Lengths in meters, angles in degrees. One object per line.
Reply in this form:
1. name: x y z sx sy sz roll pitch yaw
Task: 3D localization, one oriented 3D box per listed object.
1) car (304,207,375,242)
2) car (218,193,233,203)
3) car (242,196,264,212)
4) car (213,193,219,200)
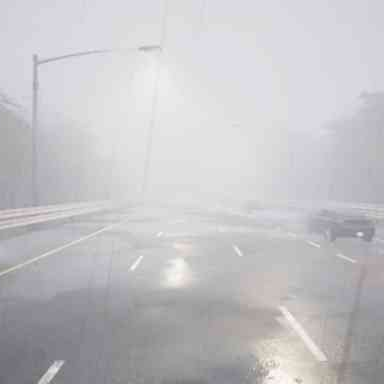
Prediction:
1. car: 7.008 1.511 16.295 1.837 1.490 4.892 0 0 0
2. car: 7.162 1.370 69.081 2.097 1.767 4.553 0 0 0
3. car: 7.062 1.558 39.004 2.033 1.411 5.357 0 0 0
4. car: 7.239 1.372 93.071 2.097 1.767 4.553 0 0 0
